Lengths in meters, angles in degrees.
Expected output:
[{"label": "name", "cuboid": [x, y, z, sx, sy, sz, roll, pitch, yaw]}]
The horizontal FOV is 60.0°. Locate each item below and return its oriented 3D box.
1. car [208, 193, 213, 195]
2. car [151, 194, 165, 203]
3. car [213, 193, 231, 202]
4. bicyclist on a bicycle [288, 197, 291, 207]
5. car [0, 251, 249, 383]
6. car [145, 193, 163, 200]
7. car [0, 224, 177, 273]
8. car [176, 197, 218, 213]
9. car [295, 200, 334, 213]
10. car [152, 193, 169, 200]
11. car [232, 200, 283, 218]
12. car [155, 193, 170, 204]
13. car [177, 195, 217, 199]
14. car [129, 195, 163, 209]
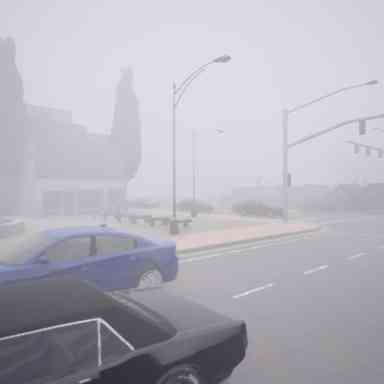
[{"label": "car", "cuboid": [4.935, 1.156, 71.245, 3.866, 1.878, 1.905, 0, 0, -42]}, {"label": "car", "cuboid": [-6.743, 1.477, 51.137, 1.882, 1.535, 5.008, 0, 0, -40]}, {"label": "car", "cuboid": [6.855, 1.395, 69.078, 3.806, 1.475, 1.970, 0, 0, -42]}, {"label": "bicyclist on a bicycle", "cuboid": [12.889, 1.261, 44.859, 1.656, 1.620, 0.582, -7, 4, -40]}, {"label": "car", "cuboid": [-1.766, 1.601, 2.906, 4.718, 1.301, 1.895, 0, 0, -38]}, {"label": "car", "cuboid": [-10.050, 1.153, 88.053, 4.605, 1.855, 1.932, 0, 0, -42]}, {"label": "car", "cuboid": [-2.565, 1.477, 6.737, 5.008, 1.535, 1.882, 0, 0, -39]}, {"label": "car", "cuboid": [0.288, 1.601, 37.405, 1.895, 1.301, 4.718, 0, 0, -40]}, {"label": "car", "cuboid": [13.908, 1.564, 37.853, 1.994, 1.385, 4.181, 0, 0, -40]}, {"label": "car", "cuboid": [-8.163, 1.156, 85.858, 3.866, 1.878, 1.905, 0, 0, -42]}, {"label": "car", "cuboid": [6.328, 1.478, 30.280, 1.882, 1.535, 5.008, 0, 0, -40]}, {"label": "car", "cuboid": [-6.051, 1.477, 61.350, 1.882, 1.535, 5.008, 0, 0, -40]}, {"label": "car", "cuboid": [0.445, 1.491, 42.634, 2.128, 1.511, 4.902, 0, 0, -40]}, {"label": "car", "cuboid": [-6.737, 1.547, 45.691, 2.033, 1.411, 5.357, 0, 0, -41]}]
